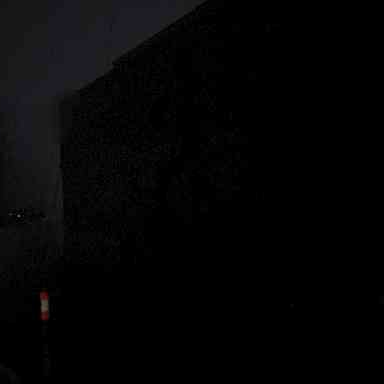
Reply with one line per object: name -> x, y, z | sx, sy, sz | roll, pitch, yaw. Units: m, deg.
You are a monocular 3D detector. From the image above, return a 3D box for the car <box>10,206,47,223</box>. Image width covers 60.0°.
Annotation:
car -> -15.290, 2.053, 31.253 | 1.994, 1.385, 4.181 | -3, 0, -2
